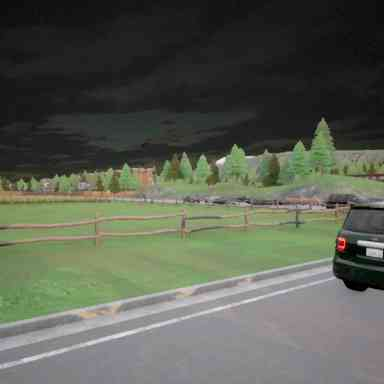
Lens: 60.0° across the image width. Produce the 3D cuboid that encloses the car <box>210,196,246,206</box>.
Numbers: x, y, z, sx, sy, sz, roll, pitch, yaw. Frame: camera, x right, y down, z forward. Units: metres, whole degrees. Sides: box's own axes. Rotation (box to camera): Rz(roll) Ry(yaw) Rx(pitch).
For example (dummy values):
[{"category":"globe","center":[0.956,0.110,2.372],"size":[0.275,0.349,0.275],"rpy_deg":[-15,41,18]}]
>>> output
[{"category":"car","center":[5.753,1.490,53.806],"size":[2.128,1.511,4.902],"rpy_deg":[0,0,-36]}]

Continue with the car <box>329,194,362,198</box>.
[{"category":"car","center":[17.926,1.220,37.202],"size":[2.150,2.045,5.566],"rpy_deg":[0,0,-37]}]

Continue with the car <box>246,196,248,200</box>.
[{"category":"car","center":[8.430,1.546,68.054],"size":[2.033,1.411,5.357],"rpy_deg":[0,0,-36]}]

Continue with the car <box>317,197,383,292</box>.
[{"category":"car","center":[5.552,1.221,7.728],"size":[5.566,2.045,2.150],"rpy_deg":[0,0,-36]}]

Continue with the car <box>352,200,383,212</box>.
[{"category":"car","center":[21.354,1.600,38.467],"size":[1.895,1.301,4.718],"rpy_deg":[0,0,-37]}]

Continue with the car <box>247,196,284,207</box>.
[{"category":"car","center":[11.433,1.600,51.980],"size":[1.895,1.301,4.718],"rpy_deg":[0,0,-36]}]

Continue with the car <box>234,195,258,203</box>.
[{"category":"car","center":[11.336,1.477,70.018],"size":[1.882,1.535,5.008],"rpy_deg":[0,0,-36]}]

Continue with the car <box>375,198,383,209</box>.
[{"category":"car","center":[26.618,1.525,43.154],"size":[1.812,1.442,4.674],"rpy_deg":[0,0,-37]}]

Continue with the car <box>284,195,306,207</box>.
[{"category":"car","center":[15.095,1.600,52.898],"size":[1.895,1.301,4.718],"rpy_deg":[0,0,-36]}]

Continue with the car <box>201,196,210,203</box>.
[{"category":"car","center":[4.495,1.525,67.482],"size":[1.812,1.442,4.674],"rpy_deg":[0,0,-36]}]

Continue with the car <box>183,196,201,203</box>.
[{"category":"car","center":[-0.040,1.512,67.766],"size":[1.837,1.490,4.892],"rpy_deg":[0,0,-36]}]

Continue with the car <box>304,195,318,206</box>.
[{"category":"car","center":[17.799,1.351,55.139],"size":[2.097,1.767,4.553],"rpy_deg":[0,0,-36]}]
